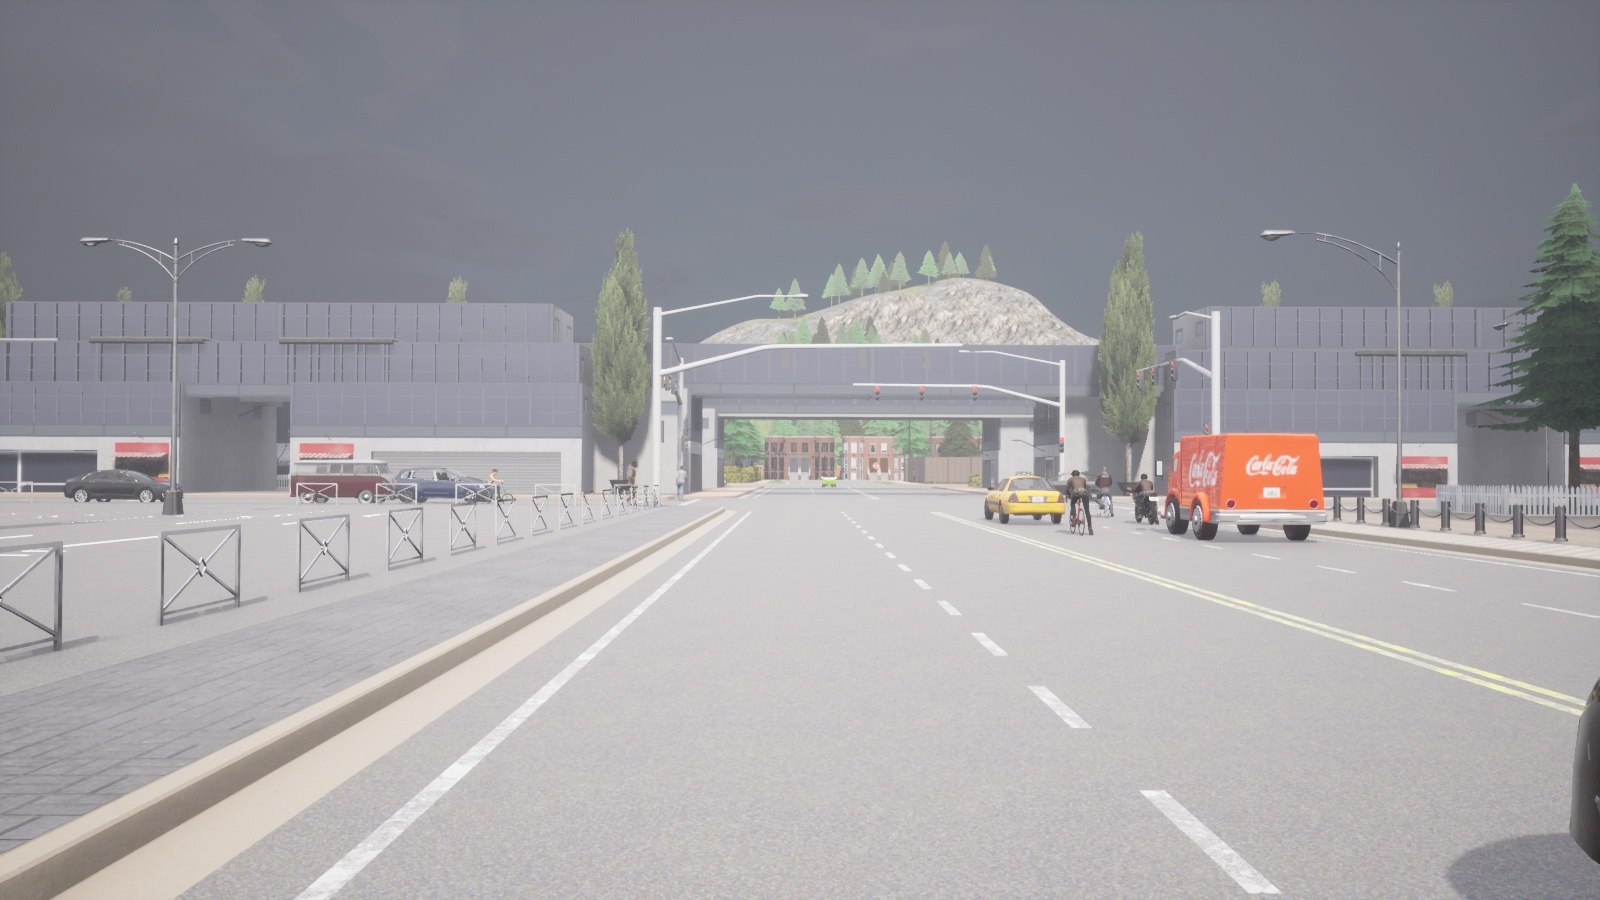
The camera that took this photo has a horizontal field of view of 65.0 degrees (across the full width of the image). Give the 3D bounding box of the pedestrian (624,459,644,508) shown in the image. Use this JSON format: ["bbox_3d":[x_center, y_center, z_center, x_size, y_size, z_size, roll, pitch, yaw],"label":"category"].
[{"bbox_3d":[-6.628,1.342,50.264,0.692,1.930,0.396,0,-1,13],"label":"pedestrian"}]

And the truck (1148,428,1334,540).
[{"bbox_3d":[10.424,0.793,30.231,2.627,2.467,5.204,0,-1,0],"label":"truck"}]

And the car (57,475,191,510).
[{"bbox_3d":[-29.634,1.861,55.121,4.892,1.490,1.837,0,-1,2],"label":"car"}]

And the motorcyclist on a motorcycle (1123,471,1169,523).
[{"bbox_3d":[10.410,1.389,37.836,0.797,1.523,2.044,0,-1,0],"label":"motorcyclist on a motorcycle"}]

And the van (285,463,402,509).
[{"bbox_3d":[-19.907,1.566,54.868,4.442,1.987,1.775,0,-1,1],"label":"van"}]

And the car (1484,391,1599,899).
[{"bbox_3d":[3.494,0.611,1.896,2.152,1.651,5.027,0,-1,0],"label":"car"}]

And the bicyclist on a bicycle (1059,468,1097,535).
[{"bbox_3d":[6.926,1.265,31.345,0.582,1.620,1.656,0,-1,0],"label":"bicyclist on a bicycle"}]

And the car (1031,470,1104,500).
[{"bbox_3d":[14.085,1.843,66.023,3.705,1.549,1.789,0,-1,14],"label":"car"}]

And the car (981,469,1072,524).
[{"bbox_3d":[6.909,1.376,38.809,1.801,1.575,5.366,0,-1,0],"label":"car"}]

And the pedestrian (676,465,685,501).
[{"bbox_3d":[-6.104,1.699,64.291,0.354,1.836,0.706,0,-1,-14],"label":"pedestrian"}]

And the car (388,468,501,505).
[{"bbox_3d":[-16.446,1.701,58.287,4.611,1.667,2.242,0,-1,1],"label":"car"}]
